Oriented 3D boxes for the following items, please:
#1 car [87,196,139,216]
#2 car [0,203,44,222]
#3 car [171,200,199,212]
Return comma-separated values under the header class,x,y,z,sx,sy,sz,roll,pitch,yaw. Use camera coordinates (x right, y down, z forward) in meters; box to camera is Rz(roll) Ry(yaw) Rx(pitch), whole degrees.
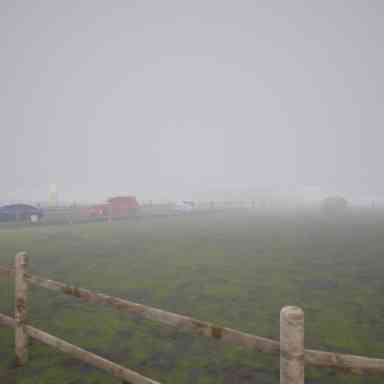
class,x,y,z,sx,sy,sz,roll,pitch,yaw
car,-7.898,1.422,33.938,2.150,2.045,5.566,0,0,36
car,-14.002,1.590,25.508,1.882,1.535,5.008,0,0,35
car,-0.873,1.836,43.564,1.812,1.442,4.674,0,0,36
